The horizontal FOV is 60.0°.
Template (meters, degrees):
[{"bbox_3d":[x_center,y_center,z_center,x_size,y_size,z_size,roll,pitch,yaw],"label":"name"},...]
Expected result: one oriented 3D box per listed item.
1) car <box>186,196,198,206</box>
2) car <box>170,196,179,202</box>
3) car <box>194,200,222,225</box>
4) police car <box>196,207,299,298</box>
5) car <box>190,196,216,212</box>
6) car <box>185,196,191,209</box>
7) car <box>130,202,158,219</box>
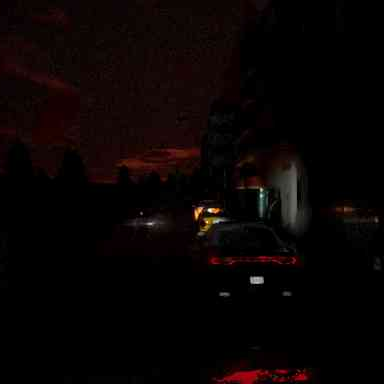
[{"bbox_3d":[0.000,1.505,56.686,1.837,1.490,4.892,0,0,0],"label":"car"},{"bbox_3d":[-4.000,1.547,75.221,2.033,1.411,5.357,0,0,0],"label":"car"},{"bbox_3d":[1.200,1.456,18.751,1.801,1.575,5.366,0,0,0],"label":"car"},{"bbox_3d":[1.188,1.420,8.673,1.930,1.638,5.238,0,0,0],"label":"police car"},{"bbox_3d":[1.147,1.300,24.532,2.097,1.767,4.553,-3,0,0],"label":"car"},{"bbox_3d":[0.025,1.491,44.505,2.128,1.511,4.902,0,0,1],"label":"car"},{"bbox_3d":[-4.101,1.564,28.991,1.994,1.385,4.181,0,0,0],"label":"car"}]
